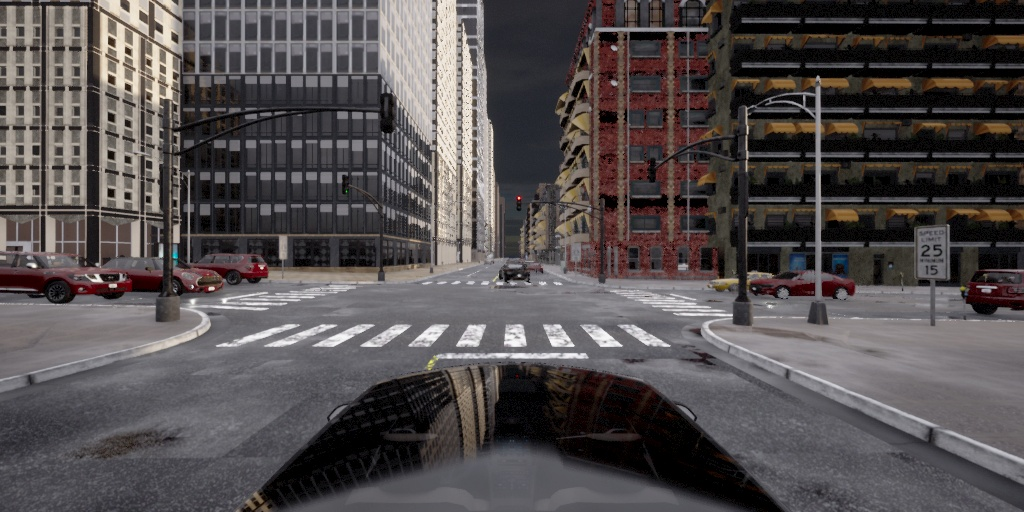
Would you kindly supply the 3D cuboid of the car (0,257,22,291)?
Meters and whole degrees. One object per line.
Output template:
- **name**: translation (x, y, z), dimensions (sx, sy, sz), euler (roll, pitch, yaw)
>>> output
- **car**: translation (-25.712, 0.773, 16.011), dimensions (5.008, 1.535, 1.882), euler (1, 0, -1)

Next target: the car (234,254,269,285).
- **car**: translation (-17.680, 0.774, 21.856), dimensions (5.009, 1.841, 2.192), euler (0, 0, 0)

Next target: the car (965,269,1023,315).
- **car**: translation (20.616, 1.460, 13.785), dimensions (5.009, 1.841, 2.192), euler (0, 0, 0)

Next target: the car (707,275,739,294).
- **car**: translation (14.660, 1.585, 22.090), dimensions (4.829, 1.417, 1.751), euler (0, 0, 0)

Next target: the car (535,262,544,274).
- **car**: translation (2.800, 1.338, 41.805), dimensions (1.802, 1.307, 4.207), euler (0, 0, 0)

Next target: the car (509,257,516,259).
- **car**: translation (0.093, 1.120, 63.962), dimensions (2.097, 1.767, 4.553), euler (0, 0, 0)

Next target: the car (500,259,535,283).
- **car**: translation (0.185, 1.240, 28.124), dimensions (1.882, 1.535, 5.008), euler (-1, 1, -8)

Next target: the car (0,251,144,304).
- **car**: translation (-17.558, 0.756, 13.477), dimensions (5.009, 1.841, 2.192), euler (0, 0, 0)

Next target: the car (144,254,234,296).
- **car**: translation (-15.722, 0.834, 16.081), dimensions (4.553, 1.767, 2.097), euler (1, 0, 0)

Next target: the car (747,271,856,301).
- **car**: translation (15.661, 1.546, 19.510), dimensions (5.008, 1.535, 1.882), euler (1, 0, -1)
